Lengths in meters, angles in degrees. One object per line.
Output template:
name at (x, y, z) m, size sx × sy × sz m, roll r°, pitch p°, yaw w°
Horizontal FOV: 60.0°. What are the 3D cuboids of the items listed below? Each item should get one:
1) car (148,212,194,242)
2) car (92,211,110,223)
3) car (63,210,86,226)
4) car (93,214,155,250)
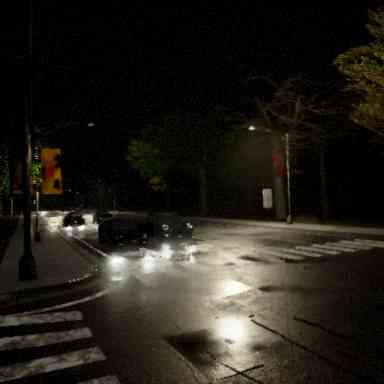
car at (-1.678, 2.102, 21.433) m, size 2.097 × 1.767 × 4.553 m, roll -1°, pitch -1°, yaw -27°
car at (-10.394, 2.976, 38.887) m, size 1.812 × 1.442 × 4.674 m, roll -1°, pitch -1°, yaw -26°
car at (-13.311, 3.082, 37.455) m, size 1.994 × 1.385 × 4.181 m, roll -1°, pitch -1°, yaw -27°
car at (-3.993, 2.248, 18.811) m, size 1.882 × 1.535 × 5.008 m, roll -1°, pitch -1°, yaw -27°
